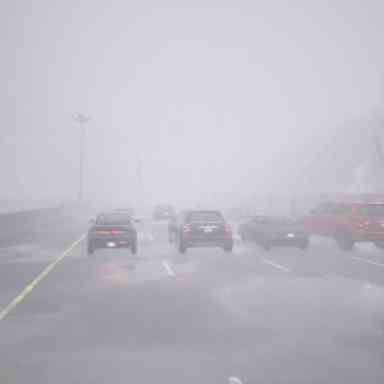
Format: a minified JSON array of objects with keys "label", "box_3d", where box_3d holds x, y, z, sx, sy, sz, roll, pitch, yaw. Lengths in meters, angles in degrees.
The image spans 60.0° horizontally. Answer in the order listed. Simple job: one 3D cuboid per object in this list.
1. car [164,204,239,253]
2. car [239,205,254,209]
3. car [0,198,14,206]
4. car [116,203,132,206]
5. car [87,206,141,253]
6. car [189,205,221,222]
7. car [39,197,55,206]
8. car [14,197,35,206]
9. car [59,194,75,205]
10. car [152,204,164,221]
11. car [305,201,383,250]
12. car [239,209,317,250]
[{"label":"car","box_3d":[0.212,1.471,14.491,2.097,1.767,4.553,1,-1,-11]},{"label":"car","box_3d":[4.505,1.842,30.204,2.033,1.411,5.357,1,0,-10]},{"label":"car","box_3d":[-32.715,1.717,58.082,1.895,1.301,4.718,1,0,-11]},{"label":"car","box_3d":[-5.902,1.696,28.793,1.812,1.442,4.674,1,0,-10]},{"label":"car","box_3d":[-3.265,1.587,14.044,1.837,1.490,4.892,1,0,-11]},{"label":"car","box_3d":[1.037,1.854,29.721,1.895,1.301,4.718,1,0,-10]},{"label":"car","box_3d":[-25.861,1.707,59.495,1.837,1.490,4.892,1,0,-11]},{"label":"car","box_3d":[-29.293,1.664,58.813,1.837,1.490,4.892,1,0,-11]},{"label":"car","box_3d":[-22.300,1.469,59.554,2.150,2.045,5.566,1,0,-11]},{"label":"car","box_3d":[-2.447,1.777,29.356,1.994,1.385,4.181,1,0,-10]},{"label":"car","box_3d":[7.097,1.422,15.749,2.150,2.045,5.566,1,0,-11]},{"label":"car","box_3d":[3.608,1.729,15.360,1.994,1.385,4.181,1,0,-11]}]
